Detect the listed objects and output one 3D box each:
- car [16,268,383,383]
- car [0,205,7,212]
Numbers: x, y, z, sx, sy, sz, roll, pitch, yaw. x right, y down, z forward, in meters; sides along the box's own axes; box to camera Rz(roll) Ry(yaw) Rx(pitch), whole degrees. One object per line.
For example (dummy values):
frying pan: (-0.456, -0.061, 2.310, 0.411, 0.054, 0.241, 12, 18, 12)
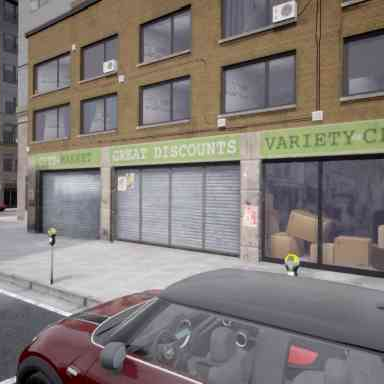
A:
car: (0.240, 1.440, 2.894, 4.097, 1.590, 1.967, 0, 1, 35)
car: (-19.429, 1.458, 29.774, 1.895, 1.301, 4.718, 1, 1, 34)
